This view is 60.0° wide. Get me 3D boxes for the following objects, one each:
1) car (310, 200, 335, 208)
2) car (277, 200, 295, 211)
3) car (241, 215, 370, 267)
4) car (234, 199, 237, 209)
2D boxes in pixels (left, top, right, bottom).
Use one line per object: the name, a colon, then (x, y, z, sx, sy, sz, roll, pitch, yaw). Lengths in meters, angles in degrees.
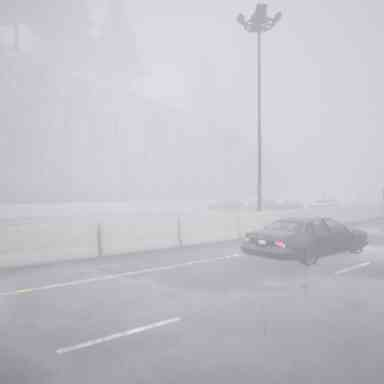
car: (13.922, 1.393, 35.030, 1.882, 1.535, 5.008, 0, 0, 44)
car: (10.436, 1.528, 36.429, 1.895, 1.301, 4.718, 0, 0, 44)
car: (4.040, 1.523, 11.427, 5.357, 1.411, 2.033, 0, 0, -39)
car: (4.327, 1.494, 40.175, 2.033, 1.411, 5.357, 0, 0, 45)
